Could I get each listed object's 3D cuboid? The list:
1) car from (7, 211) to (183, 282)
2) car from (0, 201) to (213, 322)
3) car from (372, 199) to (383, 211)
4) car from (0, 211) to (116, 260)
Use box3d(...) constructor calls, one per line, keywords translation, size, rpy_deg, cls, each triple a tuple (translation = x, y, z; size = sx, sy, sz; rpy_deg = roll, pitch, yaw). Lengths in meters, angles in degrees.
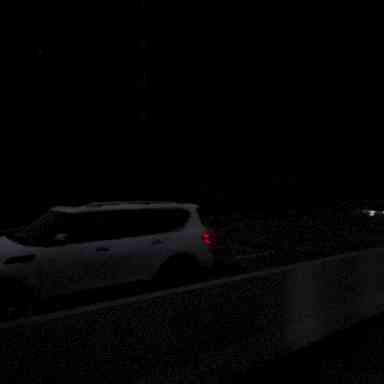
box3d(translation=(-2.898, 1.484, 10.548), size=(5.008, 1.535, 1.882), rpy_deg=(0, 0, -36), cls="car")
box3d(translation=(-2.111, 1.225, 6.781), size=(5.566, 2.045, 2.150), rpy_deg=(0, 0, -36), cls="car")
box3d(translation=(25.048, 1.668, 44.267), size=(1.882, 1.535, 5.008), rpy_deg=(0, -1, 30), cls="car")
box3d(translation=(-5.377, 1.570, 13.084), size=(4.181, 1.385, 1.994), rpy_deg=(0, 0, -36), cls="car")
